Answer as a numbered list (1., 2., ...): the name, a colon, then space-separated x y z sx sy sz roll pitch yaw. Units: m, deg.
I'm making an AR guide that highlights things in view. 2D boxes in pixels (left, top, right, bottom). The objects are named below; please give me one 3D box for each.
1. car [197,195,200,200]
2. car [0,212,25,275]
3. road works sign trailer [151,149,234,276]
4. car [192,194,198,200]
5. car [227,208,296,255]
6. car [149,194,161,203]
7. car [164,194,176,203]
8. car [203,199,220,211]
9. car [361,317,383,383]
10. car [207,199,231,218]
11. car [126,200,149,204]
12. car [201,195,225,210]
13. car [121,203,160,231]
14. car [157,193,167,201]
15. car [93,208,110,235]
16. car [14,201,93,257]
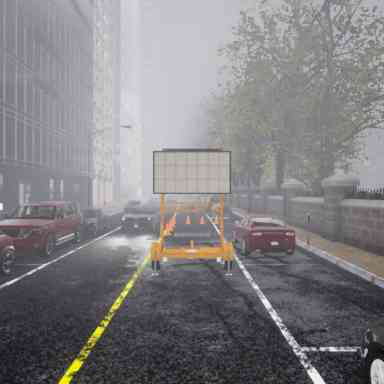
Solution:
1. car: 2.215 1.465 46.408 2.008 1.369 4.403 0 0 -2
2. car: -5.832 1.439 7.457 1.967 1.590 4.097 0 0 0
3. road works sign trailer: 0.002 0.461 10.350 2.380 3.560 2.880 0 0 0
4. car: 1.195 1.330 85.313 2.008 1.369 4.403 0 0 -1
5. car: 2.695 1.540 13.069 1.887 1.381 4.507 0 0 0
6. car: -6.606 1.457 57.563 1.802 1.307 4.206 0 0 -2
7. car: -3.847 1.343 60.347 1.882 1.535 5.008 0 0 -2
8. car: 2.361 1.515 40.851 1.802 1.307 4.206 0 0 -2
9. car: 2.693 1.551 1.947 2.008 1.369 4.403 0 0 0
10. car: 2.625 1.548 29.727 1.802 1.307 4.206 0 0 -1
11. car: -6.023 1.515 35.323 1.947 1.339 4.313 0 0 -1
12. car: 2.508 1.266 35.292 2.192 1.841 5.009 0 0 -2
13. car: -3.111 1.585 20.711 1.895 1.301 4.718 0 0 0
14. car: -7.187 1.112 79.794 2.192 1.841 5.009 0 0 -2
15. car: -5.829 1.553 18.577 1.947 1.339 4.313 0 0 0
16. car: -5.830 1.310 13.015 2.192 1.841 5.009 0 0 0
